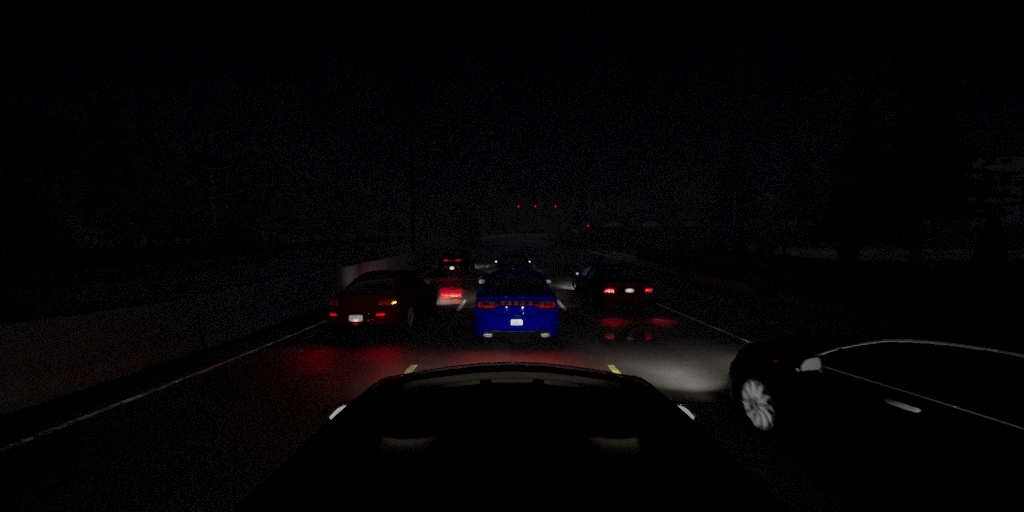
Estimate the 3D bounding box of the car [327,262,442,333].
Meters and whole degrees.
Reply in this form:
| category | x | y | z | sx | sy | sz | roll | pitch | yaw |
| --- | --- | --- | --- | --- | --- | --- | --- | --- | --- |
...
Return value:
| category | x | y | z | sx | sy | sz | roll | pitch | yaw |
| --- | --- | --- | --- | --- | --- | --- | --- | --- | --- |
| car | -3.413 | 1.108 | 10.121 | 1.812 | 1.442 | 4.674 | 0 | 2 | 0 |

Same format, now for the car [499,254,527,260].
| category | x | y | z | sx | sy | sz | roll | pitch | yaw |
| --- | --- | --- | --- | --- | --- | --- | --- | --- | --- |
| car | 0.055 | 0.606 | 19.294 | 2.033 | 1.411 | 5.357 | 0 | 4 | 0 |

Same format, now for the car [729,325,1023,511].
| category | x | y | z | sx | sy | sz | roll | pitch | yaw |
| --- | --- | --- | --- | --- | --- | --- | --- | --- | --- |
| car | 3.600 | 1.257 | 2.468 | 1.837 | 1.490 | 4.892 | 0 | 0 | 0 |

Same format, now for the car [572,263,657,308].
| category | x | y | z | sx | sy | sz | roll | pitch | yaw |
| --- | --- | --- | --- | --- | --- | --- | --- | --- | --- |
| car | 3.579 | 0.978 | 13.450 | 2.033 | 1.411 | 5.357 | 0 | 3 | 0 |

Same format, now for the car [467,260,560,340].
| category | x | y | z | sx | sy | sz | roll | pitch | yaw |
| --- | --- | --- | --- | --- | --- | --- | --- | --- | --- |
| car | 0.089 | 1.078 | 9.587 | 1.882 | 1.535 | 5.008 | 0 | 2 | 0 |

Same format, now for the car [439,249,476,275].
| category | x | y | z | sx | sy | sz | roll | pitch | yaw |
| --- | --- | --- | --- | --- | --- | --- | --- | --- | --- |
| car | -3.462 | 0.299 | 23.000 | 1.837 | 1.490 | 4.892 | 0 | 3 | 0 |
